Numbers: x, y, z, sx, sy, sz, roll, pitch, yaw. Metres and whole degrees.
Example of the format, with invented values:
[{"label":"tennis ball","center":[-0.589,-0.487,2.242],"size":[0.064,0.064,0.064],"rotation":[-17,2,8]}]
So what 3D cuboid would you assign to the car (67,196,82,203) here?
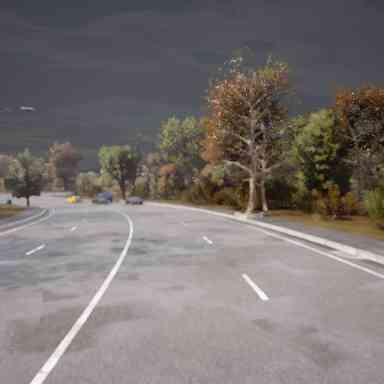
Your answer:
[{"label":"car","center":[-26.204,1.595,73.942],"size":[1.882,1.535,5.008],"rotation":[-3,2,-40]}]

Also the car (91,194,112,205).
[{"label":"car","center":[-16.808,1.530,60.317],"size":[2.033,1.411,5.357],"rotation":[-2,1,-31]}]

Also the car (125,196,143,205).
[{"label":"car","center":[-9.503,1.391,54.185],"size":[1.994,1.385,4.181],"rotation":[-2,1,-28]}]

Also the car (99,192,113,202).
[{"label":"car","center":[-18.243,1.134,69.003],"size":[2.150,2.045,5.566],"rotation":[-3,1,-36]}]
